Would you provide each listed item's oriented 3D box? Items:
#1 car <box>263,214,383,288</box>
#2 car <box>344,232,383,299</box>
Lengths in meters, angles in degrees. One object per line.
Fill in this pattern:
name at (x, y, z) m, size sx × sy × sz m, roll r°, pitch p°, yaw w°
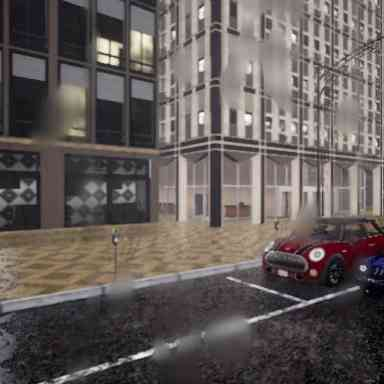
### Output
car at (3.861, 1.474, 9.315) m, size 4.097 × 1.590 × 1.967 m, roll 0°, pitch 0°, yaw -35°
car at (5.621, 1.636, 7.386) m, size 4.718 × 1.301 × 1.895 m, roll 0°, pitch 0°, yaw -35°
